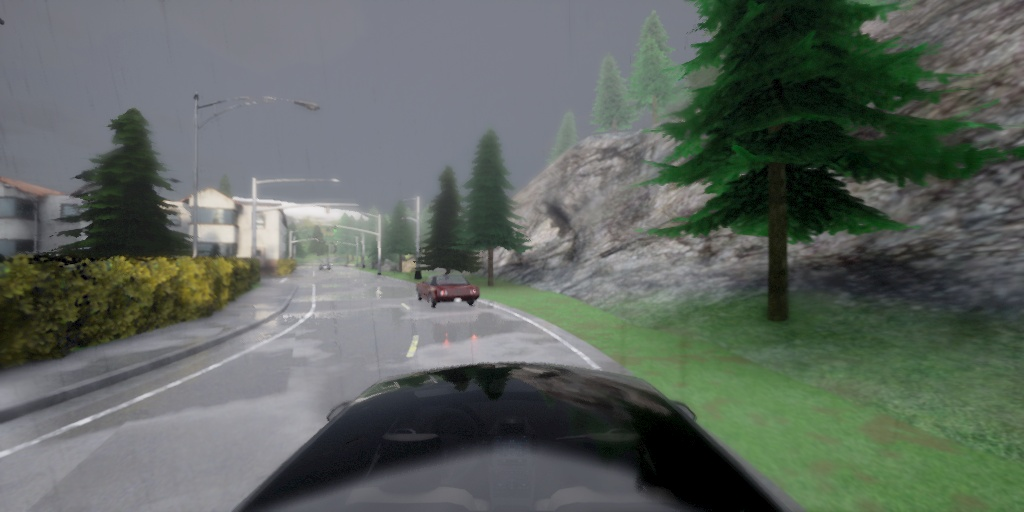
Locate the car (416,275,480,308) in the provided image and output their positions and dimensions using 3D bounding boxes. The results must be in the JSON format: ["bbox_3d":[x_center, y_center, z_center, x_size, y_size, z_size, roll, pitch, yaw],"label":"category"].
[{"bbox_3d":[-3.095,1.495,16.332,1.895,1.301,4.718,0,-1,-25],"label":"car"}]
